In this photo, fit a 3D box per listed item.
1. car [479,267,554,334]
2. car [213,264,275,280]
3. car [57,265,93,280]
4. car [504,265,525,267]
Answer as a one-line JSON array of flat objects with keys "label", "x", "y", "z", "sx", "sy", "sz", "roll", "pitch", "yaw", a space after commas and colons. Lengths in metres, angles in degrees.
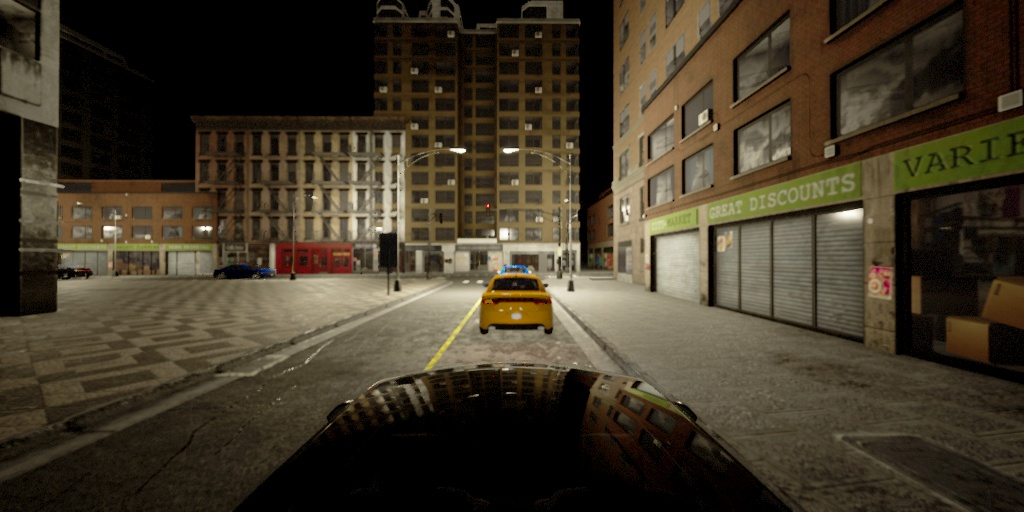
[{"label": "car", "x": 0.119, "y": 1.257, "z": 10.787, "sx": 1.882, "sy": 1.535, "sz": 5.008, "roll": 0, "pitch": 0, "yaw": 0}, {"label": "car", "x": -24.838, "y": 1.503, "z": 33.361, "sx": 5.008, "sy": 1.535, "sz": 1.882, "roll": 0, "pitch": 0, "yaw": -1}, {"label": "car", "x": -45.576, "y": 1.662, "z": 36.300, "sx": 4.902, "sy": 1.511, "sz": 2.128, "roll": 0, "pitch": 0, "yaw": 0}, {"label": "car", "x": 0.149, "y": 1.287, "z": 20.971, "sx": 1.882, "sy": 1.535, "sz": 5.008, "roll": 0, "pitch": 0, "yaw": 0}]
